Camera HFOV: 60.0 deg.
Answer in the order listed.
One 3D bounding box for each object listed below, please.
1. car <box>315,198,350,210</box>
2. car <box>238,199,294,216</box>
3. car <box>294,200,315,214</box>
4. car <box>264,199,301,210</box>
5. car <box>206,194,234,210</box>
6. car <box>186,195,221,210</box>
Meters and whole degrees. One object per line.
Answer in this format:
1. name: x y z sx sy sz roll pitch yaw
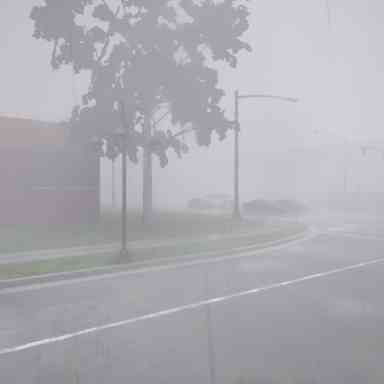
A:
1. car: 17.773 1.477 43.007 1.882 1.535 5.008 0 0 -34
2. car: 7.277 1.477 33.185 1.882 1.535 5.008 0 0 -34
3. car: 10.080 1.506 35.286 1.837 1.490 4.892 0 -1 -34
4. car: 12.214 1.600 44.995 1.895 1.301 4.718 0 0 -34
5. car: 3.815 1.223 44.674 2.150 2.045 5.566 0 0 -34
6. car: 1.126 1.506 42.386 1.837 1.490 4.892 0 0 -33
